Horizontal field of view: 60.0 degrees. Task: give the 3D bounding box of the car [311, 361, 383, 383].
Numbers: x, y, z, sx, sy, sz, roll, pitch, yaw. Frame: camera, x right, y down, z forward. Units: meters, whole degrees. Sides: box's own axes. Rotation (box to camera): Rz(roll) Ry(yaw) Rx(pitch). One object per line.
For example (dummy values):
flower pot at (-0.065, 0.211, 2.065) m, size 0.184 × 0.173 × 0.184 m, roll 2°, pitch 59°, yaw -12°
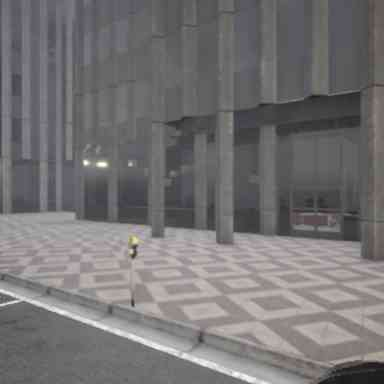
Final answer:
car at (2.469, 1.566, 1.321) m, size 4.313 × 1.339 × 1.947 m, roll 0°, pitch 0°, yaw 35°
